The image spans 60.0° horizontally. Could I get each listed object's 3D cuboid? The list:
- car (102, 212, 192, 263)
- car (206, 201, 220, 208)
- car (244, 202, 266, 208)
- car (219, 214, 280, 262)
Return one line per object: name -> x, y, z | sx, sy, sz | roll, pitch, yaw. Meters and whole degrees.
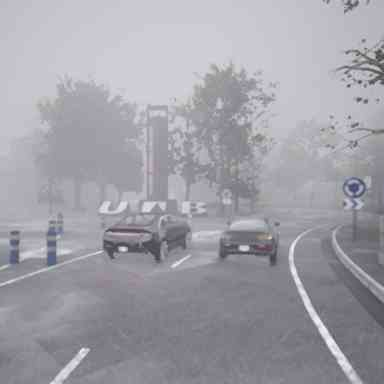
car -> -1.387, 1.484, 12.068 | 2.128, 1.511, 4.902 | 0, -1, 15
car -> 4.104, 2.367, 63.245 | 4.718, 1.301, 1.895 | 0, -1, 23
car -> 11.733, 2.324, 61.948 | 4.181, 1.385, 1.994 | -1, -1, 43
car -> 2.177, 1.521, 12.102 | 1.812, 1.442, 4.674 | 0, -1, 16
